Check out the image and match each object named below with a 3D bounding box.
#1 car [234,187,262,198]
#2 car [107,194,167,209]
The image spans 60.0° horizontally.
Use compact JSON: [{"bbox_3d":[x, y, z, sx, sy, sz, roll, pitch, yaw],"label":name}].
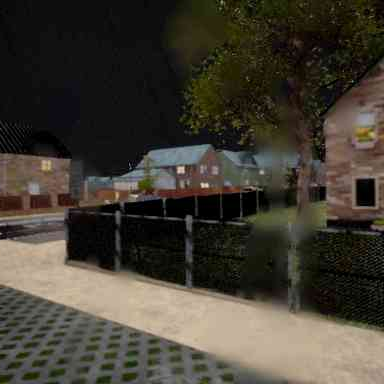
[{"bbox_3d":[6.660,0.154,39.332,1.882,1.535,5.008,-1,2,36],"label":"car"},{"bbox_3d":[-3.961,0.862,24.715,2.033,1.411,5.357,-1,2,36],"label":"car"}]
